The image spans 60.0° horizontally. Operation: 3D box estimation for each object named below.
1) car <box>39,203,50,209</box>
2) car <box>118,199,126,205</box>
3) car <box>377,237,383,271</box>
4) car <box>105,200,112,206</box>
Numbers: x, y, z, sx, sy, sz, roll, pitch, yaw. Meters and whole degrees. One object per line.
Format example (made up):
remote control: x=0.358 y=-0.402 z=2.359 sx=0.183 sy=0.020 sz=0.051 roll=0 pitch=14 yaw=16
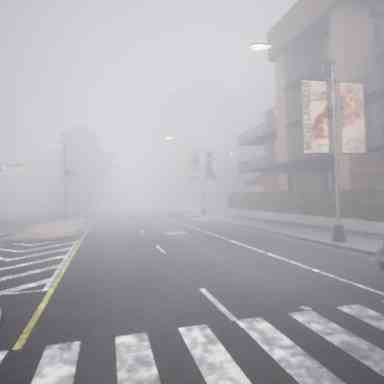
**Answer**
car: x=-35.091 y=3.366 z=79.303 sx=1.895 sy=1.301 sz=4.718 roll=-2 pitch=0 yaw=-15
car: x=-19.099 y=2.738 z=90.366 sx=2.128 sy=1.511 sz=4.902 roll=-2 pitch=0 yaw=-14
car: x=7.130 y=1.320 z=7.337 sx=5.357 sy=1.411 sz=2.033 roll=-4 pitch=0 yaw=31
car: x=-22.488 y=2.845 z=89.496 sx=1.812 sy=1.442 sz=4.674 roll=-2 pitch=0 yaw=-14
